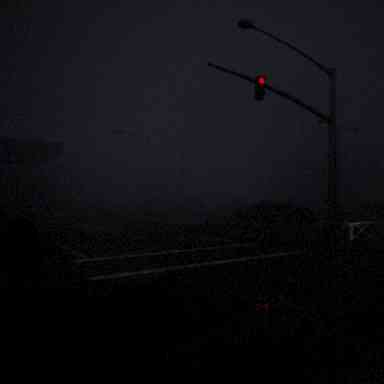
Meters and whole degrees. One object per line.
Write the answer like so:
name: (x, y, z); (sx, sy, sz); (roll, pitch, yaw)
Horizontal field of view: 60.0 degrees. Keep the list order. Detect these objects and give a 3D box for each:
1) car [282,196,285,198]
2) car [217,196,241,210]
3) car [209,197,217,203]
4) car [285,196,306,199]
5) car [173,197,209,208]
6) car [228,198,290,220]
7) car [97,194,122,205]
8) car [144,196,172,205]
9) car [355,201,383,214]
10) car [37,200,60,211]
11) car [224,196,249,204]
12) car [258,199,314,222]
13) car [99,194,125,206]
car: (16.691, 1.632, 59.335); (3.866, 1.878, 1.905); (1, 0, -35)
car: (5.558, 1.665, 43.602); (3.633, 1.501, 1.845); (1, 0, -35)
car: (5.418, 1.787, 74.895); (3.806, 1.475, 1.970); (1, 0, -35)
car: (18.694, 1.657, 57.189); (4.605, 1.855, 1.932); (1, 0, -35)
car: (-0.133, 1.645, 51.816); (4.514, 1.523, 2.007); (1, 0, -35)
car: (6.055, 1.585, 29.496); (5.027, 1.636, 2.152); (1, 0, -35)
car: (-15.015, 1.344, 60.622); (3.866, 1.878, 1.905); (1, 0, -35)
car: (-6.684, 1.454, 62.435); (4.605, 1.855, 1.932); (1, 0, -35)
car: (21.436, 1.854, 40.069); (3.806, 1.475, 1.970); (1, 0, -35)
car: (-18.178, 1.712, 42.001); (1.895, 1.301, 4.718); (1, 0, -34)
car: (9.361, 1.711, 69.821); (5.027, 1.636, 2.152); (1, 0, -35)
car: (7.895, 1.594, 26.955); (4.514, 1.523, 2.007); (1, 0, -35)
car: (-13.614, 1.620, 57.545); (3.806, 1.475, 1.970); (1, 0, -35)
